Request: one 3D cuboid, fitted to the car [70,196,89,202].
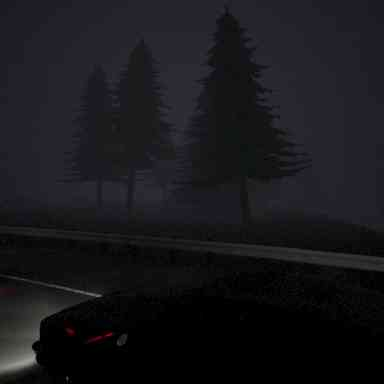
[{"bbox_3d":[-22.206,1.477,65.718,1.882,1.535,5.008,1,0,9],"label":"car"}]

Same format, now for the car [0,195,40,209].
[{"bbox_3d":[-23.461,1.547,45.384,2.033,1.411,5.357,0,0,15],"label":"car"}]

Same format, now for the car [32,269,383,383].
[{"bbox_3d":[0.724,1.547,3.214,5.357,1.411,2.033,0,0,34],"label":"car"}]

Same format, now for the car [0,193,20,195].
[{"bbox_3d":[-31.042,1.222,57.823,2.150,2.045,5.566,0,0,14],"label":"car"}]

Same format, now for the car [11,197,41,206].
[{"bbox_3d":[-27.885,1.601,56.082,1.895,1.301,4.718,0,0,14],"label":"car"}]
